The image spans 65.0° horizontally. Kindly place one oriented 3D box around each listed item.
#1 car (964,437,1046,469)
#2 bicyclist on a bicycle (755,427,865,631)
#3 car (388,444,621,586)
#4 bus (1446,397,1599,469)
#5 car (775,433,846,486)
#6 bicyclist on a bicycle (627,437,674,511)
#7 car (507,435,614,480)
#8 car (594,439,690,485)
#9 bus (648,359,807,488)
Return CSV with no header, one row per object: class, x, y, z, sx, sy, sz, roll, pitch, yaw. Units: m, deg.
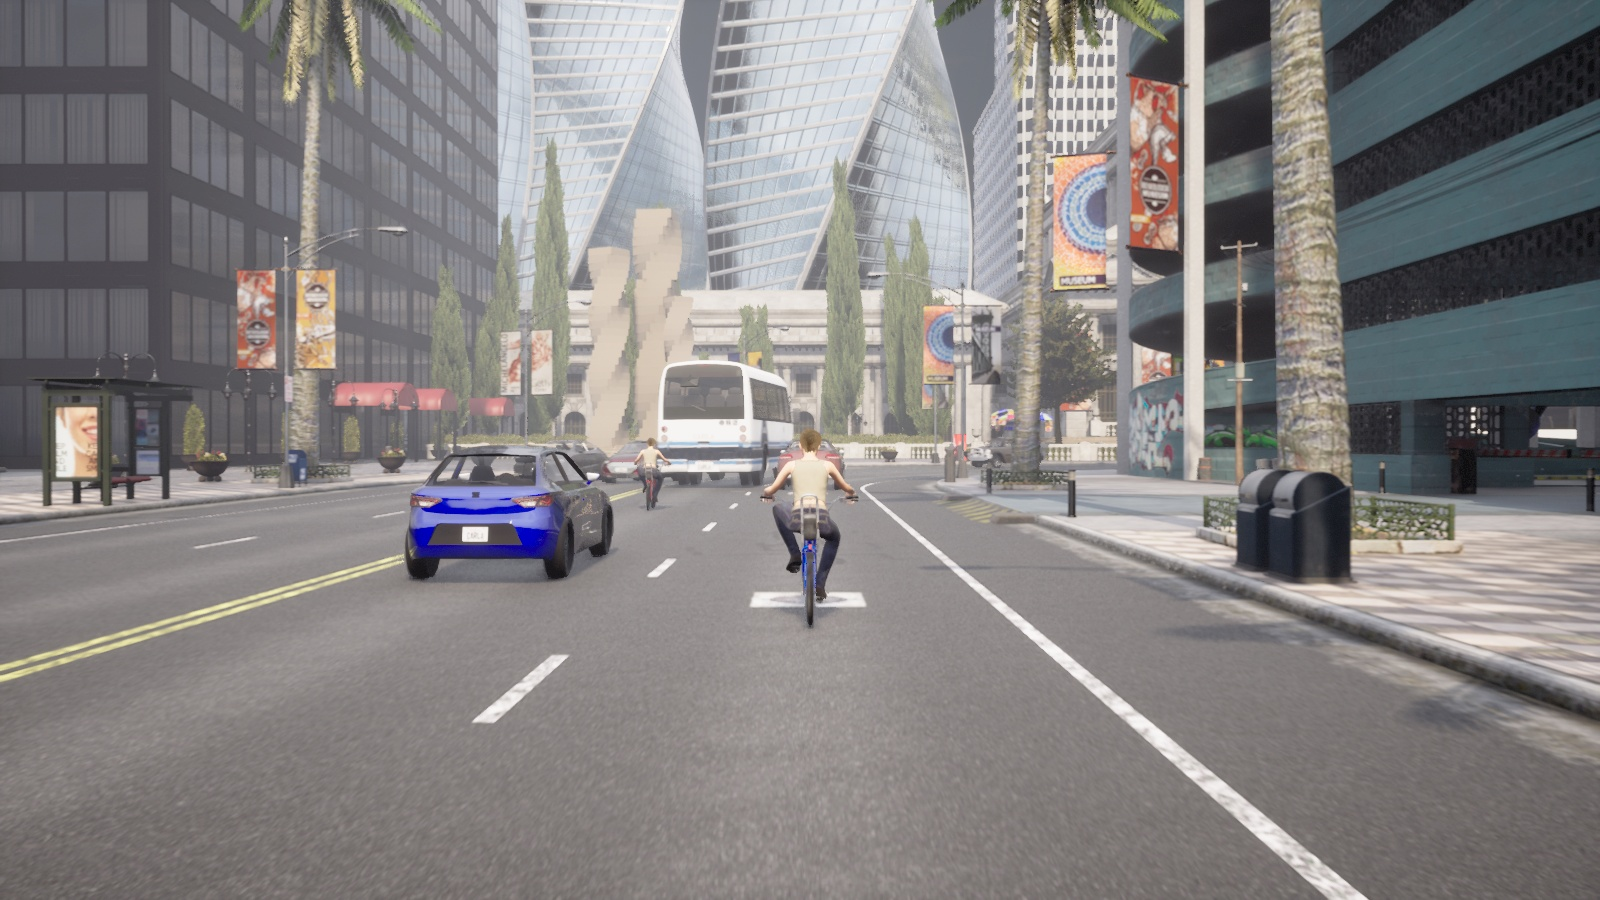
car,12.015,0.158,73.652,4.605,1.855,1.932,0,0,-31
bicyclist on a bicycle,0.081,0.623,10.708,0.866,1.612,1.509,0,0,0
car,-3.398,0.671,15.261,1.816,1.474,4.193,0,0,0
bus,45.647,-1.025,76.723,10.273,4.253,3.944,0,0,0
car,0.410,0.290,41.751,2.152,1.651,5.027,0,0,3
bicyclist on a bicycle,-3.320,0.522,28.046,0.866,1.612,1.509,0,0,0
car,-9.191,0.244,48.651,2.152,1.651,5.027,0,0,14
car,-5.884,0.405,47.310,2.033,1.649,4.856,0,0,13
bus,-2.409,-0.897,46.982,3.944,4.253,10.273,0,0,8
